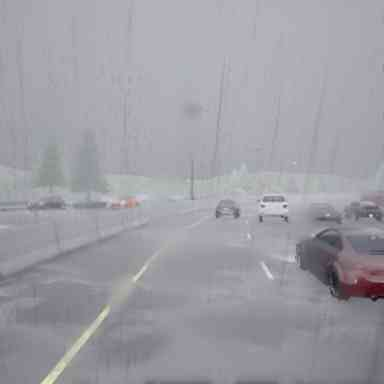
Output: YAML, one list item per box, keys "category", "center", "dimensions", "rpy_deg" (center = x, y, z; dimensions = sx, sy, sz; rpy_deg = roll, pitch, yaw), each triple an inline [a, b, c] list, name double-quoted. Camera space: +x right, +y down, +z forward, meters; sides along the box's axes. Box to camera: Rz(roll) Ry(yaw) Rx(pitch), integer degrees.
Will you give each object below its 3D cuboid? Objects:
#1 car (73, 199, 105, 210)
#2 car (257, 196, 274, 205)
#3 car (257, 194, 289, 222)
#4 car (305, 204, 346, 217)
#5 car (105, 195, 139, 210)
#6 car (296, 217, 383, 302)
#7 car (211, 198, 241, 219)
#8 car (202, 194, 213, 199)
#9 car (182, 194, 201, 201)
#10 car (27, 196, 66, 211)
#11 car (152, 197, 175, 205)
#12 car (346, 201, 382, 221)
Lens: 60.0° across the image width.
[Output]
- category: "car"
  center: [-12.187, 1.472, 39.844]
  dimensions: [1.895, 1.301, 4.718]
  rpy_deg: [0, 0, 15]
- category: "car"
  center: [12.895, 1.433, 58.202]
  dimensions: [1.882, 1.535, 5.008]
  rpy_deg: [0, -1, 24]
- category: "car"
  center: [6.416, 1.181, 26.517]
  dimensions: [2.150, 2.045, 5.566]
  rpy_deg: [0, 0, 11]
- category: "car"
  center: [9.649, 1.537, 24.681]
  dimensions: [1.994, 1.385, 4.181]
  rpy_deg: [0, 0, 11]
- category: "car"
  center: [-8.285, 1.233, 40.801]
  dimensions: [2.097, 1.767, 4.553]
  rpy_deg: [0, 0, 16]
- category: "car"
  center: [3.997, 1.557, 8.293]
  dimensions: [1.994, 1.385, 4.181]
  rpy_deg: [0, 0, 4]
- category: "car"
  center: [3.205, 1.468, 29.145]
  dimensions: [2.033, 1.649, 4.856]
  rpy_deg: [0, -1, 12]
- category: "car"
  center: [3.647, 1.184, 78.383]
  dimensions: [1.837, 1.490, 4.892]
  rpy_deg: [0, 0, 30]
- category: "car"
  center: [-0.593, 1.262, 77.948]
  dimensions: [2.128, 1.511, 4.902]
  rpy_deg: [0, 0, 28]
- category: "car"
  center: [-16.367, 1.216, 37.511]
  dimensions: [2.097, 1.767, 4.553]
  rpy_deg: [0, 0, 14]
- category: "car"
  center: [-3.727, 1.392, 43.905]
  dimensions: [1.837, 1.490, 4.892]
  rpy_deg: [0, 1, 17]
- category: "car"
  center: [13.638, 1.486, 26.776]
  dimensions: [1.837, 1.490, 4.892]
  rpy_deg: [0, 0, 12]
